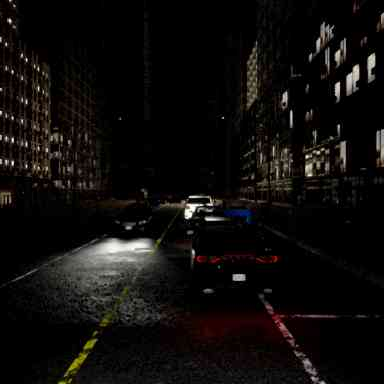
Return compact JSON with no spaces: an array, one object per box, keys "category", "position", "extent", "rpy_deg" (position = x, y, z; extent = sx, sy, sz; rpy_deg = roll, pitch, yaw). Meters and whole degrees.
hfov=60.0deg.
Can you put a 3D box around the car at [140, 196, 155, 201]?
[{"category":"car","position":[-5.710,1.528,37.919],"extent":[1.752,1.417,4.829],"rpy_deg":[0,0,0]}]

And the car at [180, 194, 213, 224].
[{"category":"car","position":[0.648,1.224,24.929],"extent":[2.150,2.045,5.566],"rpy_deg":[0,0,4]}]

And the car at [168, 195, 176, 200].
[{"category":"car","position":[-5.738,1.579,94.769],"extent":[1.947,1.339,4.313],"rpy_deg":[0,0,0]}]

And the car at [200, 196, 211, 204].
[{"category":"car","position":[2.657,1.558,66.432],"extent":[2.008,1.369,4.403],"rpy_deg":[0,0,0]}]

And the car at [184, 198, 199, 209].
[{"category":"car","position":[-0.004,1.568,46.216],"extent":[1.994,1.385,4.181],"rpy_deg":[0,0,0]}]

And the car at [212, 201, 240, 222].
[{"category":"car","position":[2.676,1.527,26.926],"extent":[1.752,1.417,4.829],"rpy_deg":[0,0,0]}]

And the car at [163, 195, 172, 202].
[{"category":"car","position":[-5.730,1.535,77.595],"extent":[1.752,1.417,4.829],"rpy_deg":[0,0,0]}]

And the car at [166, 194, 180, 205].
[{"category":"car","position":[-3.029,1.484,59.751],"extent":[1.882,1.535,5.008],"rpy_deg":[0,0,0]}]

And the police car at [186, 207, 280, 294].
[{"category":"police car","position":[0.896,1.425,8.930],"extent":[1.930,1.638,5.238],"rpy_deg":[0,0,0]}]

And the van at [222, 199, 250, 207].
[{"category":"van","position":[2.678,1.342,21.088],"extent":[1.690,1.788,3.998],"rpy_deg":[0,0,0]}]

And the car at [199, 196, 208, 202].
[{"category":"car","position":[2.651,1.555,77.768],"extent":[1.887,1.381,4.507],"rpy_deg":[0,0,0]}]

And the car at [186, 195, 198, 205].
[{"category":"car","position":[-0.029,1.358,60.147],"extent":[2.097,1.767,4.553],"rpy_deg":[0,0,0]}]

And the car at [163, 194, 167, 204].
[{"category":"car","position":[-5.721,1.557,60.761],"extent":[2.008,1.369,4.403],"rpy_deg":[0,0,0]}]

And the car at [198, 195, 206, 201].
[{"category":"car","position":[2.645,1.557,89.104],"extent":[1.887,1.381,4.507],"rpy_deg":[0,0,0]}]

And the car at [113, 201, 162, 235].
[{"category":"car","position":[-3.109,1.492,18.757],"extent":[2.128,1.511,4.902],"rpy_deg":[0,0,0]}]

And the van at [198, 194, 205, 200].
[{"category":"van","position":[2.643,1.354,94.771],"extent":[1.690,1.788,3.998],"rpy_deg":[0,0,0]}]

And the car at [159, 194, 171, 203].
[{"category":"car","position":[-5.727,1.324,72.097],"extent":[2.192,1.841,5.009],"rpy_deg":[0,0,0]}]

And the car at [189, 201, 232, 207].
[{"category":"car","position":[0.891,1.479,18.821],"extent":[1.882,1.535,5.008],"rpy_deg":[0,0,0]}]

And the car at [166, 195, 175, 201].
[{"category":"car","position":[-5.735,1.557,89.101],"extent":[1.887,1.381,4.507],"rpy_deg":[0,0,0]}]

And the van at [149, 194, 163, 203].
[{"category":"van","position":[-5.716,1.346,49.425],"extent":[1.690,1.788,3.998],"rpy_deg":[0,0,0]}]
